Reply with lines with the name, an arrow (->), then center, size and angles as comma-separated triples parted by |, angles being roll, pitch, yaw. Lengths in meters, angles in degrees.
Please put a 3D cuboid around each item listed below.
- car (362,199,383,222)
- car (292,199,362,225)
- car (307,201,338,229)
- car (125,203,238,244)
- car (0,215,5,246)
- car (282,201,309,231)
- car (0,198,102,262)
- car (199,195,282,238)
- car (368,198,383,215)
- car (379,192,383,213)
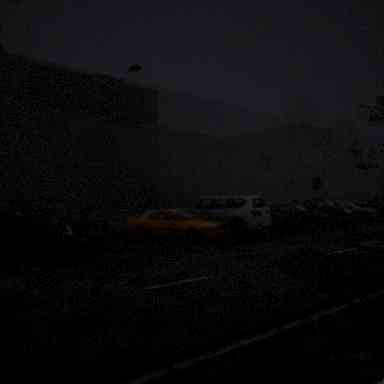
car -> 11.286, 1.392, 24.604 | 4.674, 1.452, 2.002 | -1, -1, 35
car -> 8.815, 1.260, 22.881 | 4.553, 1.767, 2.185 | -1, -1, 35
car -> 6.400, 1.458, 21.123 | 4.674, 1.452, 2.002 | -1, -1, 35
car -> -0.790, 1.470, 15.786 | 5.366, 1.575, 1.946 | -1, -1, 34
car -> -8.282, 1.531, 10.665 | 4.674, 1.452, 2.002 | -1, -1, 34
car -> 3.923, 1.469, 19.387 | 4.792, 1.488, 2.163 | -1, 0, 35
car -> -5.807, 1.242, 12.395 | 5.566, 2.045, 2.435 | -1, -1, 35
car -> 1.477, 1.210, 17.648 | 5.566, 2.045, 2.435 | -1, 0, 35
car -> 18.646, 1.266, 29.813 | 4.792, 1.488, 2.163 | -1, -1, 35
car -> 21.086, 0.949, 31.558 | 5.566, 2.045, 2.435 | -1, -1, 35
